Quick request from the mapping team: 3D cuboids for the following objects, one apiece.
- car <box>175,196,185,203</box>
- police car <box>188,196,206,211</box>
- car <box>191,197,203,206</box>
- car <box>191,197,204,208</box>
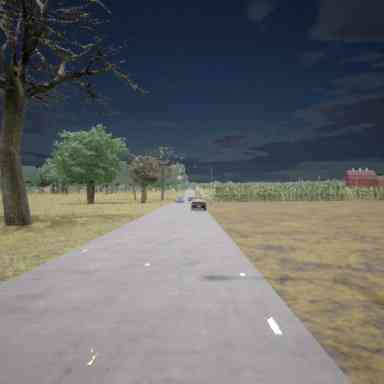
[{"bbox_3d":[-2.749,1.681,75.980,2.097,1.767,4.553,0,-1,0],"label":"car"},{"bbox_3d":[0.825,1.505,42.501,1.930,1.638,5.238,0,0,0],"label":"police car"},{"bbox_3d":[0.825,1.664,58.397,1.882,1.535,5.008,0,-1,0],"label":"car"},{"bbox_3d":[0.825,1.595,52.583,1.801,1.575,5.366,0,0,0],"label":"car"}]
